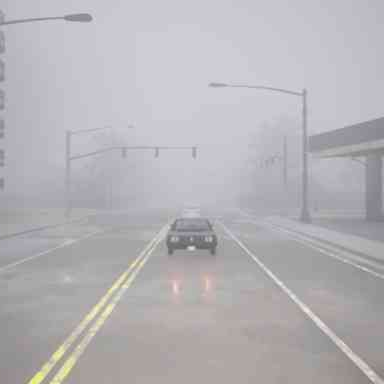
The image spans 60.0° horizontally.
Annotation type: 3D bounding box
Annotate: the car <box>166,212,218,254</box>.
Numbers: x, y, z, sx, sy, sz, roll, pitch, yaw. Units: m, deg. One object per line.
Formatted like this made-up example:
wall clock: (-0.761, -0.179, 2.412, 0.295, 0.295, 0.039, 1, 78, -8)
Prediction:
car: (-0.008, 1.739, 14.093, 1.895, 1.301, 4.718, 0, -1, 0)

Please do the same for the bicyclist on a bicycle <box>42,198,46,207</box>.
bicyclist on a bicycle: (-26.534, 1.880, 59.680, 0.582, 1.620, 1.656, 0, 0, 1)

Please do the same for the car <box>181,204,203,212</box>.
car: (-0.013, 1.812, 29.383, 1.812, 1.442, 4.674, 0, 0, 0)
